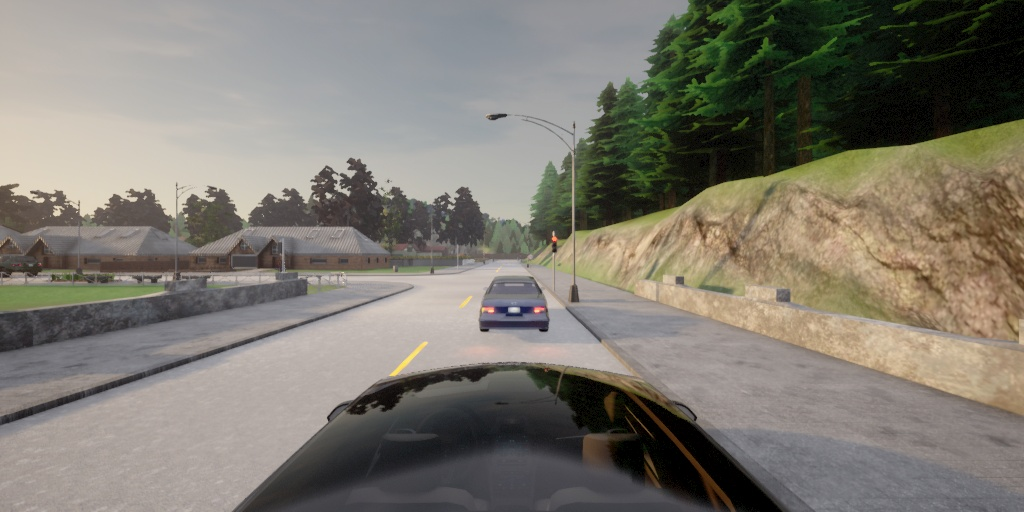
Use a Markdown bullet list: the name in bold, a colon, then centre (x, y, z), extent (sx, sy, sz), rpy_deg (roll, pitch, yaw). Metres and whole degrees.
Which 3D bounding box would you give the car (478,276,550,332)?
- **car**: centre (0.062, 1.297, 10.811), extent (2.033, 1.411, 5.357), rpy_deg (0, 0, 0)

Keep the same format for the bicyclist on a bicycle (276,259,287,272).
- **bicyclist on a bicycle**: centre (-24.167, 1.098, 37.589), extent (0.582, 1.620, 1.656), rpy_deg (0, 0, 0)

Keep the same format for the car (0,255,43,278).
- **car**: centre (-47.379, 0.971, 33.336), extent (5.566, 2.045, 2.150), rpy_deg (0, 0, 1)
